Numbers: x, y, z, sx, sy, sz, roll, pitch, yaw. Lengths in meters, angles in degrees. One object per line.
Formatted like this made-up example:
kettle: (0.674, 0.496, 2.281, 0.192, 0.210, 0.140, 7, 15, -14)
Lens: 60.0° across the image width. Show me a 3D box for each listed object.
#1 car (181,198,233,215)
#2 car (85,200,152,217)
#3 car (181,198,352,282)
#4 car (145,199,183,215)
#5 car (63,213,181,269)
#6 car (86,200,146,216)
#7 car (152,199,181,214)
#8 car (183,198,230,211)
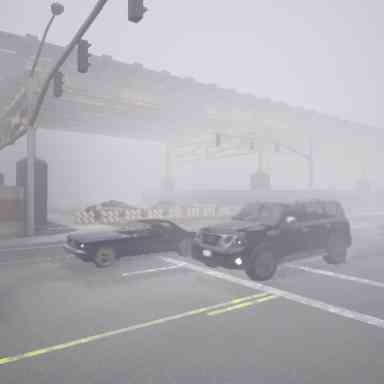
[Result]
car: (1.475, 1.453, 34.049, 4.974, 1.542, 2.038, 0, 0, -7)
car: (-6.188, 1.453, 27.612, 4.974, 1.542, 2.038, 0, 0, 8)
car: (2.639, 1.221, 10.165, 5.566, 2.045, 2.150, 0, 0, -35)
car: (-2.424, 1.295, 30.343, 1.853, 1.218, 4.536, 0, 0, 18)
car: (-1.791, 1.601, 11.306, 4.718, 1.301, 1.895, 0, 0, -35)
car: (-6.239, 1.295, 27.619, 4.536, 1.218, 1.853, 0, 0, 8)
car: (-2.440, 1.453, 30.293, 2.038, 1.542, 4.974, 0, 0, 18)
car: (1.423, 1.295, 34.042, 4.536, 1.218, 1.853, 0, 0, -7)
